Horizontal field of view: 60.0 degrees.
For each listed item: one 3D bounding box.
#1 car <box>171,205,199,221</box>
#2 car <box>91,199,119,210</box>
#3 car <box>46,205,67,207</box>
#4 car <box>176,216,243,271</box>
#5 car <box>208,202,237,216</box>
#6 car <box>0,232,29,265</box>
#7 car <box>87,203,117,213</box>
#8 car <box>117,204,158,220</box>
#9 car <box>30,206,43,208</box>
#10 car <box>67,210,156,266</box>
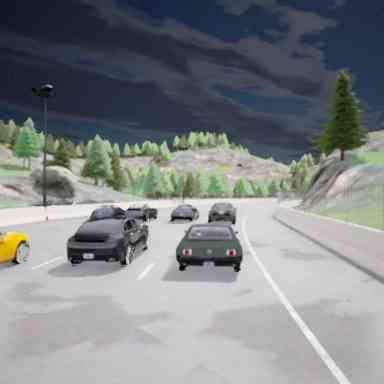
[{"bbox_3d":[-0.555,1.847,29.636,1.994,1.385,4.181,0,0,10],"label":"car"},{"bbox_3d":[-13.562,1.941,52.006,1.882,1.535,5.008,0,-1,16],"label":"car"},{"bbox_3d":[-20.707,1.955,52.484,1.837,1.490,4.892,0,-1,16],"label":"car"},{"bbox_3d":[0.646,1.712,11.367,1.895,1.301,4.718,0,-1,4],"label":"car"},{"bbox_3d":[2.554,1.616,27.014,2.097,1.767,4.553,0,-1,9],"label":"car"},{"bbox_3d":[-6.524,1.551,9.235,1.882,1.535,5.008,0,0,4],"label":"car"},{"bbox_3d":[-7.526,1.837,30.385,1.994,1.385,4.181,0,0,10],"label":"car"},{"bbox_3d":[-4.279,1.756,28.633,2.128,1.511,4.902,0,0,9],"label":"car"},{"bbox_3d":[-23.986,1.959,53.744,1.837,1.490,4.892,0,-1,16],"label":"car"},{"bbox_3d":[-2.797,1.616,12.043,1.837,1.490,4.892,0,0,5],"label":"car"}]
